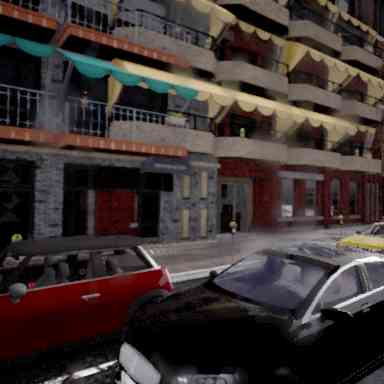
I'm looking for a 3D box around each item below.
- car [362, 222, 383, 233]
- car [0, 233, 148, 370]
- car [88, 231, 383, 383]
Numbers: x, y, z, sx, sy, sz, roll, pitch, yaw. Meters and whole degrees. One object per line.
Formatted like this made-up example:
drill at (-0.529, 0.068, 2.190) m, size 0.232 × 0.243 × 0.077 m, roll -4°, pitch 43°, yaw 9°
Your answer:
car at (6.761, 1.619, 11.368) m, size 4.829 × 1.417 × 1.752 m, roll 1°, pitch 1°, yaw -35°
car at (-2.302, 1.447, 4.902) m, size 4.097 × 1.590 × 1.967 m, roll 1°, pitch 1°, yaw -35°
car at (1.445, 1.520, 4.410) m, size 4.902 × 1.511 × 2.128 m, roll 1°, pitch 0°, yaw -36°
